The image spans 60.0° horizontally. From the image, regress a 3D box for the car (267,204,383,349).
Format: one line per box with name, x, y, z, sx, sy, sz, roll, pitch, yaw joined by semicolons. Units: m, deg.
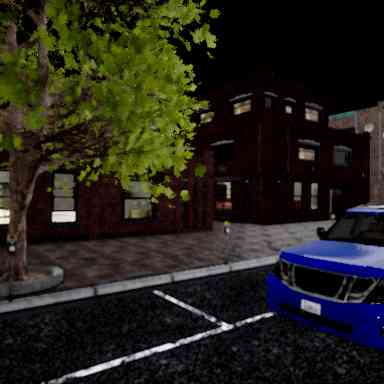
car;3.876;1.261;6.221;5.566;2.045;2.150;1;0;-36
